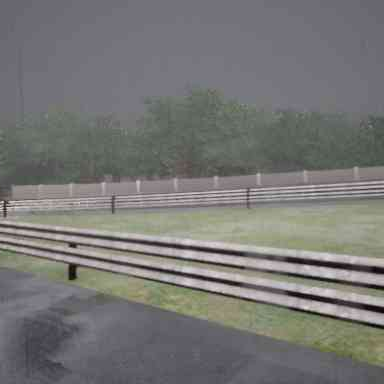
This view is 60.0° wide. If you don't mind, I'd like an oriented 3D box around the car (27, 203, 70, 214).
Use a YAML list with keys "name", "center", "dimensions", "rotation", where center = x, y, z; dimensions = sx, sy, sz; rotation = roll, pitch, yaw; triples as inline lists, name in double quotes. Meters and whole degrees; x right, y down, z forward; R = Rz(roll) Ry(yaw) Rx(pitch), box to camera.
- name: "car"
  center: [-14.555, 1.439, 33.854]
  dimensions: [4.674, 1.442, 1.812]
  rotation: [-2, -1, 16]
